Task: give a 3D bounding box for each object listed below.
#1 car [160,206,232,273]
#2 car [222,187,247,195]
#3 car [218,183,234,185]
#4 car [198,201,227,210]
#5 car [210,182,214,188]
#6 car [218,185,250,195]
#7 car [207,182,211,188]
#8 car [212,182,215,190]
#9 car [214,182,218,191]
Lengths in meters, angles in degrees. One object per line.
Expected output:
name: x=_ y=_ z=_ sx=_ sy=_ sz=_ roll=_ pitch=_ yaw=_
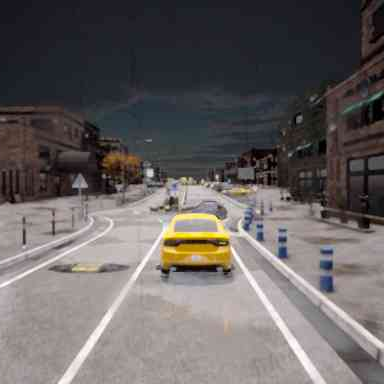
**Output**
car: x=0.105 y=1.426 z=10.530 sx=1.882 sy=1.535 sz=5.008 roll=0 pitch=0 yaw=0
car: x=8.187 y=-0.187 z=64.564 sx=4.674 sy=1.452 sz=2.002 roll=0 pitch=3 yaw=-1
car: x=8.121 y=-0.480 z=67.309 sx=4.553 sy=1.767 sz=2.185 roll=0 pitch=3 yaw=-1
car: x=1.390 y=1.319 z=24.546 sx=1.994 sy=1.385 sz=4.181 roll=0 pitch=1 yaw=15
car: x=7.938 y=-1.145 z=86.589 sx=5.008 sy=1.535 sz=2.097 roll=0 pitch=2 yaw=-1
car: x=8.030 y=-0.099 z=61.806 sx=5.366 sy=1.575 sz=1.946 roll=0 pitch=3 yaw=-1
car: x=7.808 y=-1.681 z=94.846 sx=5.566 sy=2.045 sz=2.435 roll=0 pitch=2 yaw=-1
car: x=8.002 y=-0.936 z=81.082 sx=4.892 sy=1.521 sz=2.231 roll=0 pitch=2 yaw=-1
car: x=8.150 y=-0.729 z=70.056 sx=5.566 sy=2.045 sz=2.435 roll=0 pitch=3 yaw=-1
